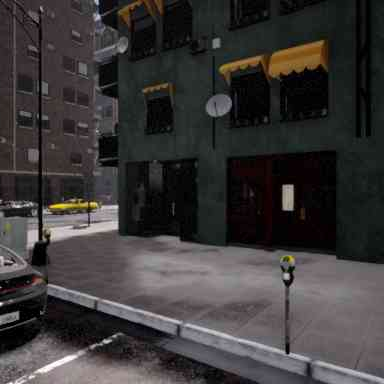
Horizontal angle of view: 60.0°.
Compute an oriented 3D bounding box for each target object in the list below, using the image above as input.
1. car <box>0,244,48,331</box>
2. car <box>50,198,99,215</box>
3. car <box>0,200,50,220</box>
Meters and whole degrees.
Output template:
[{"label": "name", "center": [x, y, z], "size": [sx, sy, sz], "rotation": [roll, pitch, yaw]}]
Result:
[{"label": "car", "center": [-4.360, 1.551, 5.980], "size": [4.403, 1.369, 2.008], "rotation": [0, 0, 35]}, {"label": "car", "center": [-10.845, 1.249, 30.412], "size": [1.752, 1.417, 4.829], "rotation": [1, 1, 35]}, {"label": "car", "center": [-13.932, 1.350, 25.986], "size": [2.008, 1.369, 4.403], "rotation": [1, 1, 35]}]
